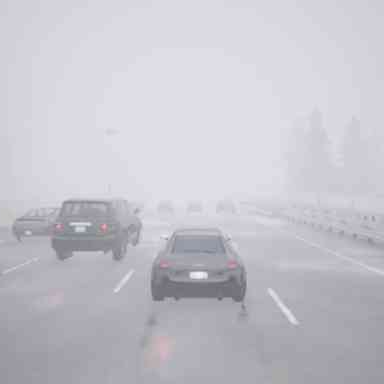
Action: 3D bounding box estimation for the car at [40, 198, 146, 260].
[{"bbox_3d":[-3.331,1.226,12.648,2.150,2.045,5.566,0,0,0],"label":"car"}]

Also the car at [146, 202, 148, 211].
[{"bbox_3d":[-6.662,1.663,40.913,1.882,1.535,5.008,0,0,0],"label":"car"}]

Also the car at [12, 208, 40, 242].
[{"bbox_3d":[-6.811,1.507,16.286,2.128,1.511,4.902,0,0,0],"label":"car"}]

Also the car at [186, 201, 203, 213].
[{"bbox_3d":[0.330,1.744,39.750,2.033,1.411,5.357,0,0,0],"label":"car"}]

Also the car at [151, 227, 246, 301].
[{"bbox_3d":[0.142,1.562,8.362,1.994,1.385,4.181,0,0,0],"label":"car"}]

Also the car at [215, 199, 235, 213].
[{"bbox_3d":[3.828,1.555,39.274,2.097,1.767,4.553,0,0,0],"label":"car"}]

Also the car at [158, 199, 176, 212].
[{"bbox_3d":[-3.159,1.704,41.525,1.837,1.490,4.892,0,0,0],"label":"car"}]
